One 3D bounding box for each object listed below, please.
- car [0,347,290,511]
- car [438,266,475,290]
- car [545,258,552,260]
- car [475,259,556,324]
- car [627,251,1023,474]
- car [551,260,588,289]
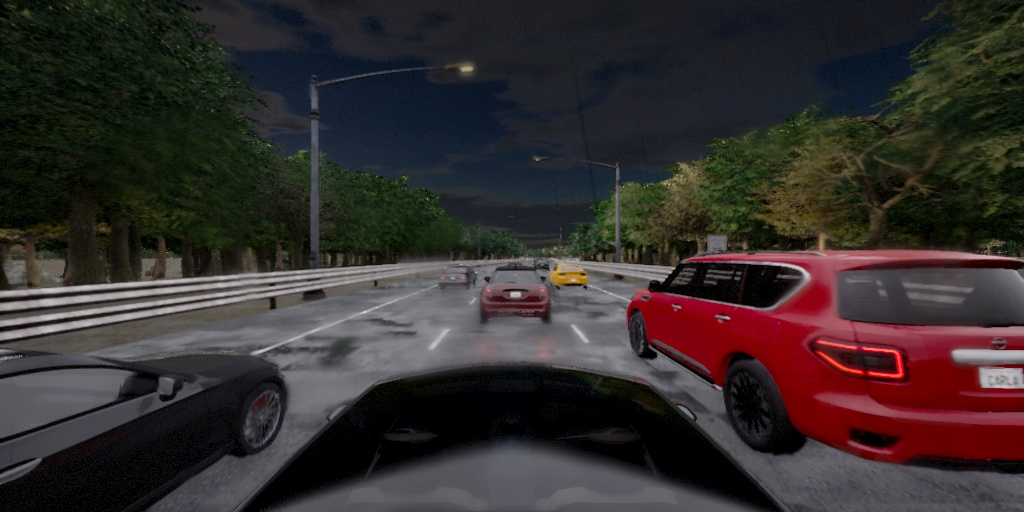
[{"bbox_3d":[-3.414,1.276,2.100,1.812,1.442,4.674,0,0,0],"label":"car"},{"bbox_3d":[-3.316,1.317,22.808,2.033,1.411,5.357,0,0,1],"label":"car"},{"bbox_3d":[4.411,1.240,53.028,2.097,1.767,4.553,0,0,2],"label":"car"},{"bbox_3d":[0.110,1.105,12.180,2.097,1.767,4.553,0,0,0],"label":"car"},{"bbox_3d":[3.500,0.965,5.244,2.150,2.045,5.566,0,0,0],"label":"car"},{"bbox_3d":[3.589,1.248,23.226,1.882,1.535,5.008,0,0,1],"label":"car"}]
